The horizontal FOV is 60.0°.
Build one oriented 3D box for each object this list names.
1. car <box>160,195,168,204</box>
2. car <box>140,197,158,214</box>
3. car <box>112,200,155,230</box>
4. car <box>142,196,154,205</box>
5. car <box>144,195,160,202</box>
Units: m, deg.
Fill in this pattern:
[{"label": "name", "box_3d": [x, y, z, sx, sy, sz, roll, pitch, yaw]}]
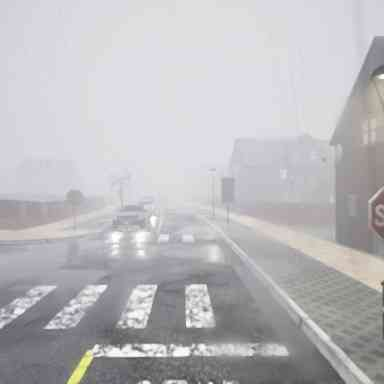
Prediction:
[{"label": "car", "box_3d": [-5.917, 1.276, 63.693, 2.097, 1.767, 4.553, 0, 0, -11]}, {"label": "car", "box_3d": [-4.455, 1.488, 32.363, 1.812, 1.442, 4.674, 0, 0, -5]}, {"label": "car", "box_3d": [-3.722, 1.501, 21.283, 1.812, 1.442, 4.674, 0, 0, 0]}, {"label": "car", "box_3d": [-7.656, 1.467, 57.752, 1.837, 1.490, 4.892, 0, 0, -10]}, {"label": "car", "box_3d": [-5.551, 1.302, 42.411, 2.097, 1.767, 4.553, 0, 0, -7]}]
